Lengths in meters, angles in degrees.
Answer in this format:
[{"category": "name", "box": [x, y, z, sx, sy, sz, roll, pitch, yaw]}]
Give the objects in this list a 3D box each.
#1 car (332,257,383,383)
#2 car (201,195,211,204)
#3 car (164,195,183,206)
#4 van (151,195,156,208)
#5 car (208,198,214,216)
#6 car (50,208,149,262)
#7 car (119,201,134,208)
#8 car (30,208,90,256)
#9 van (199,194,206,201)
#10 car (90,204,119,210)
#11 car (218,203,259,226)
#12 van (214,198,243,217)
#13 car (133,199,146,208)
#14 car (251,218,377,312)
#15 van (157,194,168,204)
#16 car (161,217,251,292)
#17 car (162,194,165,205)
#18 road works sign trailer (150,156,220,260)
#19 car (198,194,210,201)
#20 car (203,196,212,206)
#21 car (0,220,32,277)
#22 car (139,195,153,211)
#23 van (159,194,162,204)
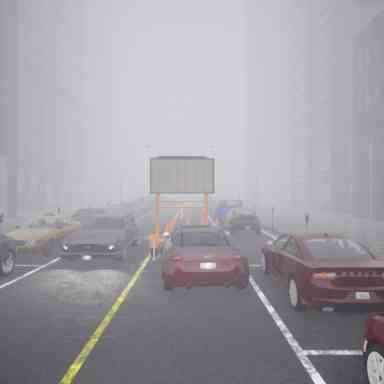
[{"category": "car", "box": [2.763, 1.545, 1.984, 1.887, 1.381, 4.507, 0, 0, 0]}, {"category": "car", "box": [2.820, 1.576, 52.710, 1.887, 1.381, 4.507, 0, 0, 0]}, {"category": "car", "box": [-3.028, 1.597, 54.383, 1.994, 1.385, 4.181, 0, 0, 0]}, {"category": "van", "box": [-5.718, 1.360, 41.432, 1.690, 1.788, 3.998, 0, 0, 0]}, {"category": "car", "box": [2.795, 1.560, 30.166, 2.008, 1.369, 4.403, 0, 0, 0]}, {"category": "car", "box": [-3.086, 1.548, 12.435, 2.033, 1.411, 5.357, 0, 0, 0]}, {"category": "car", "box": [-5.736, 1.588, 24.523, 1.802, 1.307, 4.206, 0, 0, 0]}, {"category": "car", "box": [-5.749, 1.527, 13.079, 1.752, 1.417, 4.829, 0, 0, 0]}, {"category": "van", "box": [2.864, 1.434, 92.164, 1.690, 1.788, 3.998, 0, 0, 0]}, {"category": "car", "box": [-5.743, 1.569, 18.885, 1.947, 1.339, 4.313, 0, 0, 0]}, {"category": "car", "box": [2.782, 1.554, 18.893, 2.008, 1.369, 4.403, 0, 0, 0]}, {"category": "van", "box": [2.788, 1.347, 24.529, 1.690, 1.788, 3.998, 0, 0, 0]}, {"category": "car", "box": [-5.730, 1.575, 30.159, 1.947, 1.339, 4.313, 0, 0, 0]}, {"category": "car", "box": [2.770, 1.545, 7.621, 1.887, 1.381, 4.507, 0, 0, 0]}, {"category": "van", "box": [-5.692, 1.387, 63.978, 1.690, 1.788, 3.998, 0, 0, 0]}, {"category": "car", "box": [0.170, 1.565, 9.008, 1.994, 1.385, 4.181, 0, -1, -5]}, {"category": "car", "box": [-5.699, 1.353, 58.341, 2.192, 1.841, 5.009, 0, 0, 0]}, {"category": "road works sign trailer", "box": [-0.378, 0.465, 12.462, 2.380, 3.560, 2.880, 0, 0, -5]}, {"category": "car", "box": [2.832, 1.360, 63.983, 2.192, 1.841, 5.009, 0, 0, 0]}, {"category": "car", "box": [2.808, 1.570, 41.438, 2.008, 1.369, 4.403, 0, 0, 0]}, {"category": "car", "box": [-5.755, 1.566, 7.613, 1.947, 1.339, 4.313, 0, 0, 0]}, {"category": "car", "box": [-5.724, 1.454, 35.796, 1.967, 1.590, 4.097, 0, 0, 0]}, {"category": "van", "box": [-5.712, 1.366, 47.069, 1.690, 1.788, 3.998, 0, 0, 0]}]
